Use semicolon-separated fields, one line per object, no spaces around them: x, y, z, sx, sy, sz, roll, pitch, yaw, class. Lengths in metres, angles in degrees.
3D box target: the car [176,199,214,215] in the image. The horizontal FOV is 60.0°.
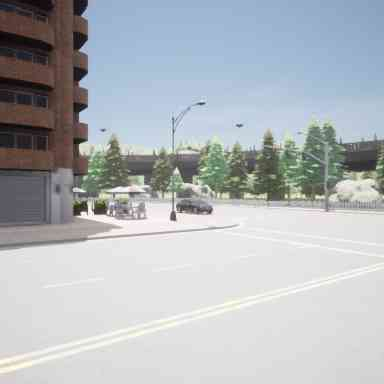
0.215;1.449;33.960;1.837;1.490;4.892;0;0;-36;car
